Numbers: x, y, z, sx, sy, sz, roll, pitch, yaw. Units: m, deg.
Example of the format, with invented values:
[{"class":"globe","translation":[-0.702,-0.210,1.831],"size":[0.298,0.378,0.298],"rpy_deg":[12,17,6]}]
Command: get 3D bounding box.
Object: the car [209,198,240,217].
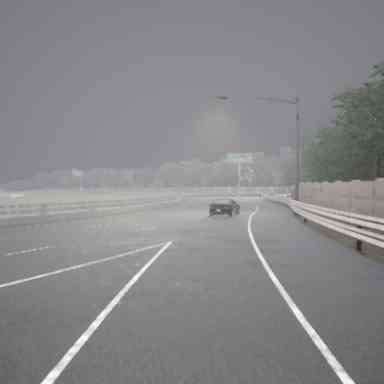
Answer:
[{"class":"car","translation":[2.873,1.281,28.614],"size":[1.882,1.535,5.008],"rpy_deg":[0,0,18]}]
